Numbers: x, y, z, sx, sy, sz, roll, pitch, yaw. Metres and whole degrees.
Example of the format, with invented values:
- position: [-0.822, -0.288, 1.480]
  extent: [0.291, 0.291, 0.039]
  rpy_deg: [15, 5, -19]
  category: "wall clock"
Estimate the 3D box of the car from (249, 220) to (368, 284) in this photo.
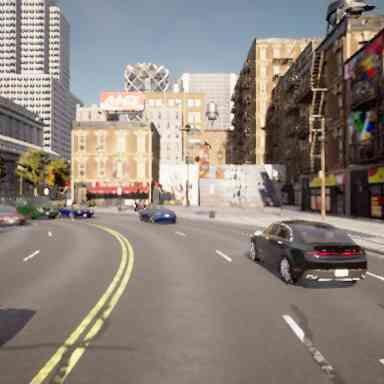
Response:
- position: [3.114, 1.597, 9.901]
  extent: [1.837, 1.490, 4.892]
  rpy_deg: [0, -1, -6]
  category: "car"

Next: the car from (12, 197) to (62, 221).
- position: [-14.516, 1.504, 30.636]
  extent: [5.566, 2.045, 2.150]
  rpy_deg: [0, -1, 43]
  category: "car"

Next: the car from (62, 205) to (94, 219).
- position: [-11.514, 1.902, 32.569]
  extent: [1.895, 1.301, 4.718]
  rpy_deg: [1, -1, -44]
  category: "car"

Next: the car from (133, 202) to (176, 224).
- position: [-2.958, 1.817, 27.398]
  extent: [1.994, 1.385, 4.181]
  rpy_deg: [0, -1, -31]
  category: "car"

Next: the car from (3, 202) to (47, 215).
- position: [-19.632, 1.908, 39.016]
  extent: [5.357, 1.411, 2.033]
  rpy_deg: [0, -1, 32]
  category: "car"

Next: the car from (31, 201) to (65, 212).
- position: [-20.421, 2.030, 47.164]
  extent: [4.718, 1.301, 1.895]
  rpy_deg: [0, -1, 30]
  category: "car"

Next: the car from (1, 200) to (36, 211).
- position: [-25.723, 1.975, 49.339]
  extent: [4.674, 1.452, 2.002]
  rpy_deg: [0, -1, 20]
  category: "car"

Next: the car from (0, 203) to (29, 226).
- position: [-13.820, 1.753, 24.626]
  extent: [1.812, 1.442, 4.674]
  rpy_deg: [1, -1, -39]
  category: "car"
